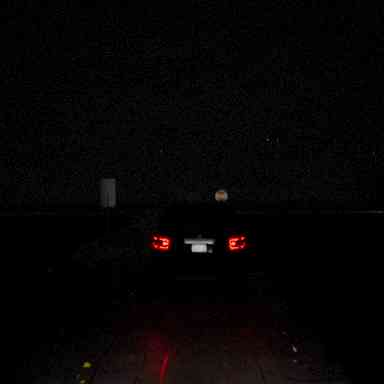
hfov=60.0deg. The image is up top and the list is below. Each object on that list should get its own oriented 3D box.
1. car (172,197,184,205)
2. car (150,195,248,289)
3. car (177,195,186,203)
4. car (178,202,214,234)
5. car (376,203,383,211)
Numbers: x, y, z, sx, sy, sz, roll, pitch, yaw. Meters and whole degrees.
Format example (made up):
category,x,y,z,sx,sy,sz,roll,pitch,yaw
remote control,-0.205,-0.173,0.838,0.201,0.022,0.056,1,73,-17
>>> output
category,x,y,z,sx,sy,sz,roll,pitch,yaw
car,-2.399,1.547,57.926,1.994,1.385,4.181,0,0,1
car,0.166,1.215,9.324,2.150,2.045,5.566,0,0,0
car,-2.220,1.462,72.908,1.882,1.535,5.008,0,0,0
car,0.235,1.464,20.101,1.882,1.535,5.008,0,0,1
car,23.028,1.506,37.391,4.181,1.385,1.994,0,-1,0
